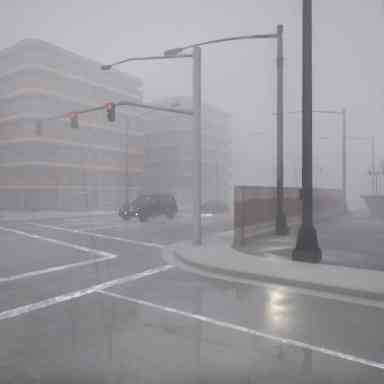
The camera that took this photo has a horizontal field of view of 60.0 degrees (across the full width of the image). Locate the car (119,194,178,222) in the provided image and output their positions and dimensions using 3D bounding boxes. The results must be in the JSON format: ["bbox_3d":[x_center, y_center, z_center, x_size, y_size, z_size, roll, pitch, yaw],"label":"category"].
[{"bbox_3d":[-3.440,1.221,27.305,2.150,2.045,5.566,0,0,35],"label":"car"}]

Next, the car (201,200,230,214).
[{"bbox_3d":[2.367,1.564,35.735,1.994,1.385,4.181,0,0,35],"label":"car"}]
